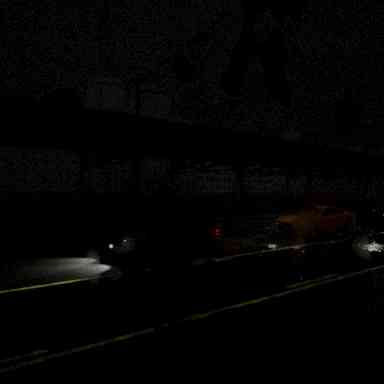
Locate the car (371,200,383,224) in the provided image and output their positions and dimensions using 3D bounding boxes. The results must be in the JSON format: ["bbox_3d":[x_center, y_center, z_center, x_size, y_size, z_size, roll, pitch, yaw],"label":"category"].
[{"bbox_3d":[14.628,1.105,22.908,5.566,2.045,2.150,-1,0,-36],"label":"car"}]

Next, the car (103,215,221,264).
[{"bbox_3d":[-0.979,1.555,11.879,4.181,1.385,1.994,0,0,-35],"label":"car"}]

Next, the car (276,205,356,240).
[{"bbox_3d":[6.432,1.436,17.112,5.008,1.535,1.882,0,0,-35],"label":"car"}]
